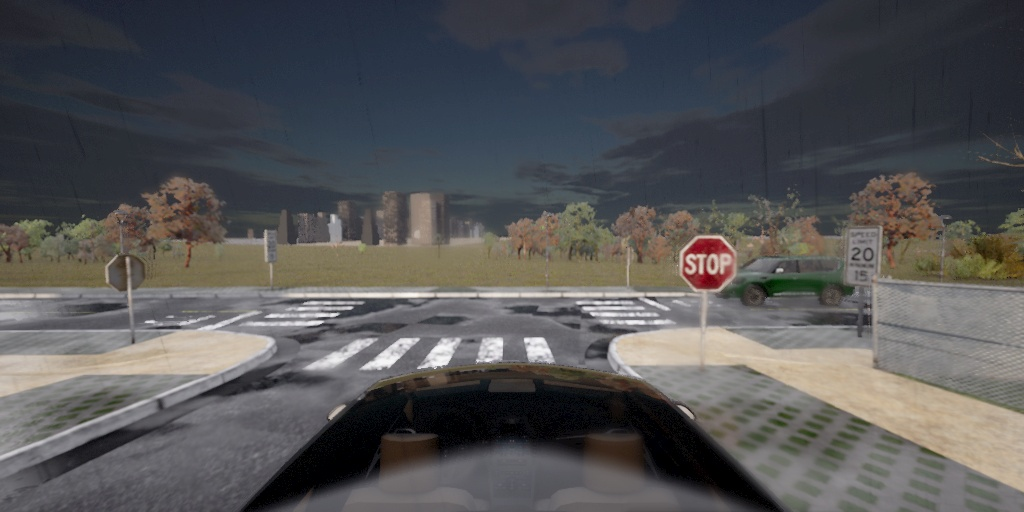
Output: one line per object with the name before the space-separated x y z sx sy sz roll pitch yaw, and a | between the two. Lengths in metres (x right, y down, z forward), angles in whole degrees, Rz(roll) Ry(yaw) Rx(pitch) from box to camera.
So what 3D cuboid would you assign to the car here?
car | 11.557 1.016 15.612 5.566 2.045 2.150 0 3 -2
